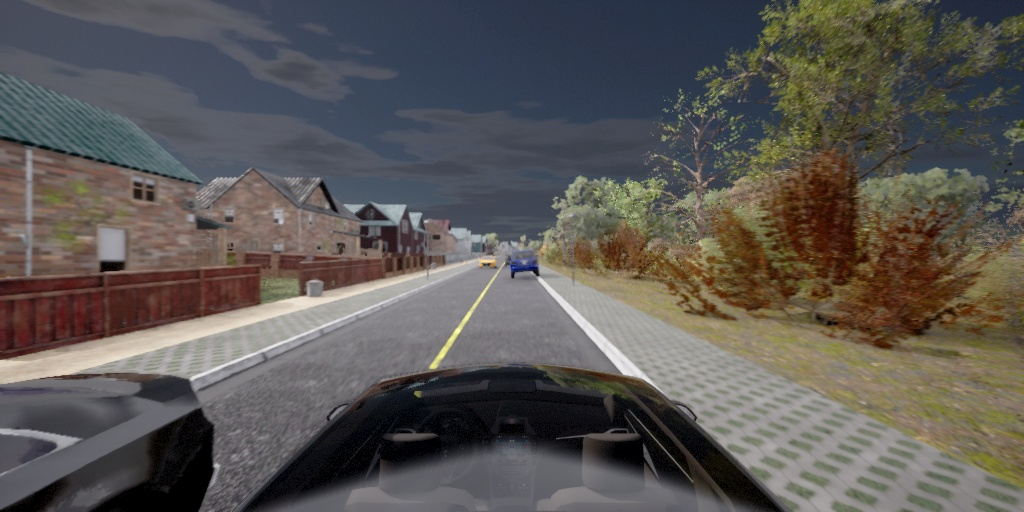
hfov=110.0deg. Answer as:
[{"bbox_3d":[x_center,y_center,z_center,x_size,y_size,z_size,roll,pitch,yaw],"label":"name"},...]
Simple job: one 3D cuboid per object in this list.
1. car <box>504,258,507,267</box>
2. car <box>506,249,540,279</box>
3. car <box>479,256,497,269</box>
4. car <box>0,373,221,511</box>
[{"bbox_3d":[0.017,0.639,48.778,1.837,1.490,4.892,0,1,0],"label":"car"},{"bbox_3d":[0.897,0.556,28.193,2.150,2.045,5.566,-5,1,0],"label":"car"},{"bbox_3d":[-2.812,0.694,42.577,1.882,1.535,5.008,0,0,0],"label":"car"},{"bbox_3d":[-2.847,1.260,0.286,2.128,1.511,4.902,0,1,0],"label":"car"}]
